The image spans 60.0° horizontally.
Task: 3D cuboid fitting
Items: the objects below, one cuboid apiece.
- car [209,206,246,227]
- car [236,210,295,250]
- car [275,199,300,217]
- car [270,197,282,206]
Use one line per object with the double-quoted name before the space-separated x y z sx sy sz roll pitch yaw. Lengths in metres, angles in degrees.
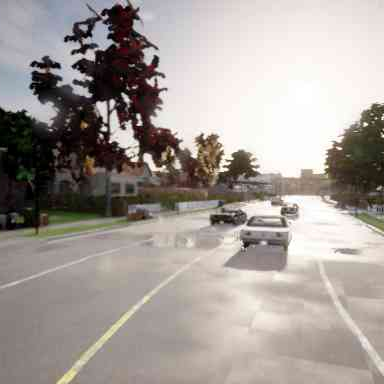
"car" 2.684 1.712 24.192 1.895 1.301 4.718 1 0 19
"car" 3.477 1.689 14.968 1.895 1.301 4.718 1 0 18
"car" 10.229 1.790 34.818 2.033 1.411 5.357 1 0 19
"car" 16.227 1.756 63.458 2.097 1.767 4.553 1 0 19
